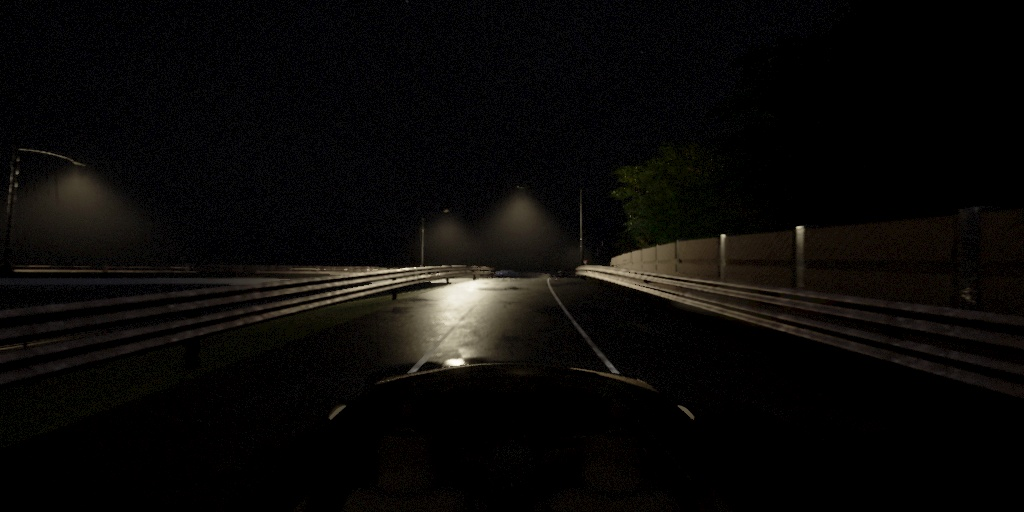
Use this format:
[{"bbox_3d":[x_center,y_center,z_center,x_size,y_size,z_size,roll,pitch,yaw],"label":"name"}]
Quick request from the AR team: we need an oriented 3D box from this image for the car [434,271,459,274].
[{"bbox_3d":[-9.150,2.483,52.140,4.674,1.442,1.812,3,-5,-45],"label":"car"}]

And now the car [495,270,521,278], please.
[{"bbox_3d":[-0.648,3.060,61.365,2.033,1.411,5.357,-3,-5,38],"label":"car"}]

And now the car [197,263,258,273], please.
[{"bbox_3d":[-28.828,1.449,36.527,4.902,1.511,2.128,2,-4,-31],"label":"car"}]
